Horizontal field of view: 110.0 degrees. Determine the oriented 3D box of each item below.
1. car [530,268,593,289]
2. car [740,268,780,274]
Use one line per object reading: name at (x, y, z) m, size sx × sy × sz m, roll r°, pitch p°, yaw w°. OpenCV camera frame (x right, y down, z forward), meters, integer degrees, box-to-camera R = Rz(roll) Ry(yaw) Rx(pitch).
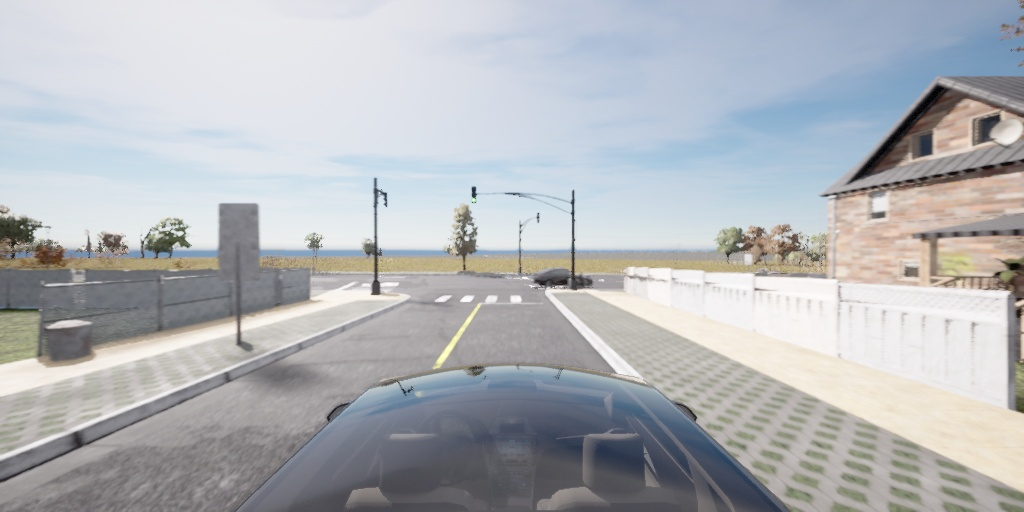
car at (3.645, 1.591, 26.212) m, size 4.674 × 1.442 × 1.812 m, roll 1°, pitch 1°, yaw -14°
car at (27.343, 2.002, 39.282) m, size 4.718 × 1.301 × 1.895 m, roll 1°, pitch 1°, yaw -15°
